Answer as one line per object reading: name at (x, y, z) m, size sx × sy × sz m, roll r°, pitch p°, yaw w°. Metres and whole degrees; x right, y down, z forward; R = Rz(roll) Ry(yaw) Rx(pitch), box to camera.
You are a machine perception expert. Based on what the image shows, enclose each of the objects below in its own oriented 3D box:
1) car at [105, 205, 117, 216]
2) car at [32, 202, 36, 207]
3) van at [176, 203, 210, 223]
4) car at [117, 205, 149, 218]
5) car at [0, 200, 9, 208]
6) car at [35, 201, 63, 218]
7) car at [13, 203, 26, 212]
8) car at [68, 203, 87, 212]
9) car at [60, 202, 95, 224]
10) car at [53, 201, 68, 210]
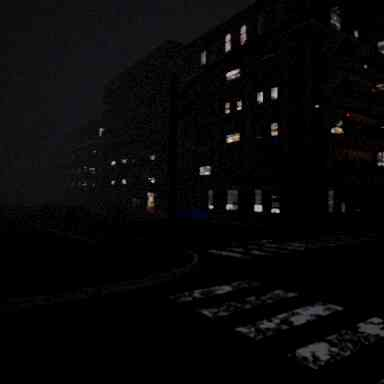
car at (-10.067, 2.401, 44.361) m, size 1.947 × 1.339 × 4.313 m, roll 0°, pitch -1°, yaw -36°
car at (-39.775, 3.243, 85.540) m, size 1.947 × 1.339 × 4.313 m, roll 0°, pitch -1°, yaw -36°
van at (-0.029, 1.900, 30.736) m, size 1.690 × 1.788 × 3.998 m, roll 0°, pitch -1°, yaw -36°
car at (-6.866, 2.270, 39.924) m, size 1.752 × 1.417 × 4.829 m, roll 0°, pitch -1°, yaw -36°
car at (-43.221, 2.795, 76.106) m, size 2.192 × 1.841 × 5.009 m, roll 0°, pitch -1°, yaw -36°
car at (-16.811, 2.172, 39.499) m, size 1.967 × 1.590 × 4.097 m, roll 0°, pitch -1°, yaw -36°
car at (-29.915, 2.627, 57.663) m, size 1.752 × 1.417 × 4.829 m, roll 0°, pitch -1°, yaw -36°
car at (-20.070, 2.643, 58.226) m, size 1.752 × 1.417 × 4.829 m, roll 0°, pitch -1°, yaw -36°
car at (-10.209, 1.986, 30.348) m, size 1.967 × 1.590 × 4.097 m, roll 0°, pitch -1°, yaw -36°
car at (-26.573, 2.742, 67.240) m, size 1.967 × 1.590 × 4.097 m, roll 0°, pitch -1°, yaw -36°
